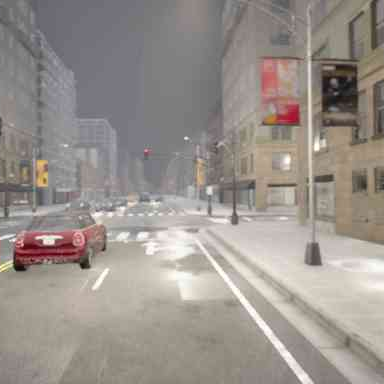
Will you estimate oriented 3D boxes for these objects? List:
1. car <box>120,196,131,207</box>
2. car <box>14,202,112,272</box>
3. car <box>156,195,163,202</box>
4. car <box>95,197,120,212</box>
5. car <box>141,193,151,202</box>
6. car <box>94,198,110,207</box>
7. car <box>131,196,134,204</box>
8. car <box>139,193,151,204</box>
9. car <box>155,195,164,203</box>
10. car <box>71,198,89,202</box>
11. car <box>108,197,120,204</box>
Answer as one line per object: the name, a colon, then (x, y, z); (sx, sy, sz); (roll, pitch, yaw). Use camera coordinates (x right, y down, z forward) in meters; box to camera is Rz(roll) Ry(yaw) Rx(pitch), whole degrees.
car: (-12.037, 1.690, 56.330); (2.128, 1.511, 4.902); (-1, 0, -5)
car: (-4.212, 1.413, 11.375); (2.097, 1.767, 4.553); (-1, 0, -6)
car: (-7.933, 1.558, 81.419); (1.812, 1.442, 4.674); (-1, 0, -6)
car: (-10.553, 1.520, 40.870); (2.097, 1.767, 4.553); (-1, 0, -6)
car: (-11.174, 1.297, 81.130); (2.150, 2.045, 5.566); (-1, 0, -6)
car: (-15.343, 1.743, 56.820); (1.837, 1.490, 4.892); (-1, 0, -5)
car: (-13.471, 1.663, 71.366); (1.882, 1.535, 5.008); (-1, 0, -6)
car: (-10.149, 1.406, 70.760); (2.150, 2.045, 5.566); (-1, 0, -6)
car: (-6.909, 1.643, 71.049); (1.837, 1.490, 4.892); (-1, 0, -6)
car: (-13.785, 1.558, 40.535); (2.097, 1.767, 4.553); (-1, 0, -6)
car: (-16.740, 1.750, 71.399); (1.812, 1.442, 4.674); (-1, 0, -6)
